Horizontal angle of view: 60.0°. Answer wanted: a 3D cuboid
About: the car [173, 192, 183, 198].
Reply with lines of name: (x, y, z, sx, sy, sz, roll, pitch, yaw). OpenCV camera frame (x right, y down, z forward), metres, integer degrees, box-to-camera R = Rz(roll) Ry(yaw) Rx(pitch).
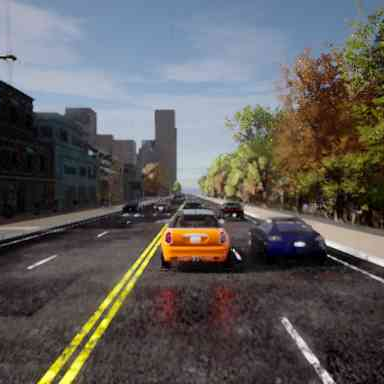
car: (-3.227, 1.059, 79.073, 2.150, 2.045, 5.566, 0, 0, 0)

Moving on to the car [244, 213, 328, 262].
car: (3.354, 1.599, 12.339, 1.994, 1.385, 4.181, 0, 0, 0)

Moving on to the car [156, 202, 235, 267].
car: (0.104, 1.386, 11.663, 2.097, 1.767, 4.553, 0, 0, 0)

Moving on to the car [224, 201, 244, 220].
car: (3.359, 1.585, 28.770, 1.837, 1.490, 4.892, 0, 0, 0)

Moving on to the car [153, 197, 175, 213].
car: (-3.329, 1.598, 38.109, 2.128, 1.511, 4.902, 0, 0, 0)

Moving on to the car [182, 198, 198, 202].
car: (0.111, 1.562, 30.219, 1.882, 1.535, 5.008, 0, 0, 0)

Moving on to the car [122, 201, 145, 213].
car: (-6.580, 1.669, 37.652, 1.994, 1.385, 4.181, 0, 0, 0)

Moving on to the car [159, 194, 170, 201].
car: (-6.476, 1.359, 79.103, 2.128, 1.511, 4.902, 0, 0, 0)
